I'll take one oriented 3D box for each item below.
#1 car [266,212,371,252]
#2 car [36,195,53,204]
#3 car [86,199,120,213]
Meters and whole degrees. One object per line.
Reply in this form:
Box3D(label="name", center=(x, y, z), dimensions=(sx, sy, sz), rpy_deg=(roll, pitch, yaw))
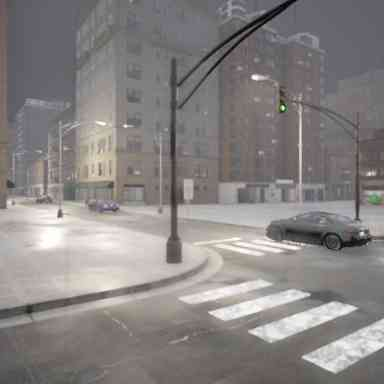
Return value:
Box3D(label="car", center=(5.178, 1.516, 14.033), dimensions=(1.994, 1.385, 4.181), rpy_deg=(0, 0, -36))
Box3D(label="car", center=(-25.142, 1.236, 56.548), dimensions=(1.812, 1.442, 4.674), rpy_deg=(0, 0, -36))
Box3D(label="car", center=(-9.236, 1.380, 34.240), dimensions=(2.033, 1.411, 5.357), rpy_deg=(0, 0, -35))
